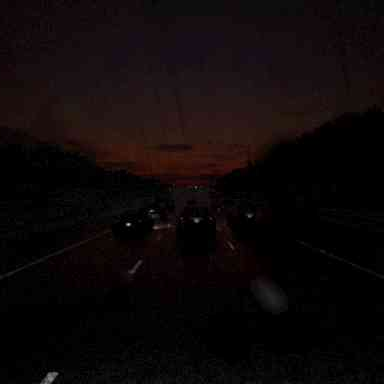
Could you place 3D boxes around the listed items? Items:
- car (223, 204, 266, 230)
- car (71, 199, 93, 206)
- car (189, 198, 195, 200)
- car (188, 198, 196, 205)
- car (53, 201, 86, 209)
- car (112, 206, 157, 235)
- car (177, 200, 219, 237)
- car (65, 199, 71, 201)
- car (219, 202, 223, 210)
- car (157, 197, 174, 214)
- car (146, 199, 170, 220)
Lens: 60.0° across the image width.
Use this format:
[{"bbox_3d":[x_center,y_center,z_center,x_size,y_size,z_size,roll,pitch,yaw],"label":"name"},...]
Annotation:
[{"bbox_3d":[3.598,1.590,22.887,2.097,1.767,4.553,0,-1,0],"label":"car"},{"bbox_3d":[-17.577,2.029,54.273,1.837,1.490,4.892,0,0,0],"label":"car"},{"bbox_3d":[-0.009,2.170,72.055,1.837,1.490,4.892,0,0,0],"label":"car"},{"bbox_3d":[-0.011,2.267,82.378,2.128,1.511,4.902,0,0,0],"label":"car"},{"bbox_3d":[-14.100,1.982,37.856,1.895,1.301,4.718,0,-1,0],"label":"car"},{"bbox_3d":[-3.502,1.776,20.353,1.994,1.385,4.181,0,-1,0],"label":"car"},{"bbox_3d":[0.235,1.555,19.489,2.097,1.767,4.553,0,-1,0],"label":"car"},{"bbox_3d":[-21.054,2.054,57.448,1.837,1.490,4.892,0,0,0],"label":"car"},{"bbox_3d":[3.593,2.069,47.308,1.895,1.301,4.718,0,0,0],"label":"car"},{"bbox_3d":[-3.505,1.644,42.386,2.150,2.045,5.566,0,-1,0],"label":"car"},{"bbox_3d":[-3.504,1.753,31.354,2.033,1.649,4.856,0,-1,0],"label":"car"}]
